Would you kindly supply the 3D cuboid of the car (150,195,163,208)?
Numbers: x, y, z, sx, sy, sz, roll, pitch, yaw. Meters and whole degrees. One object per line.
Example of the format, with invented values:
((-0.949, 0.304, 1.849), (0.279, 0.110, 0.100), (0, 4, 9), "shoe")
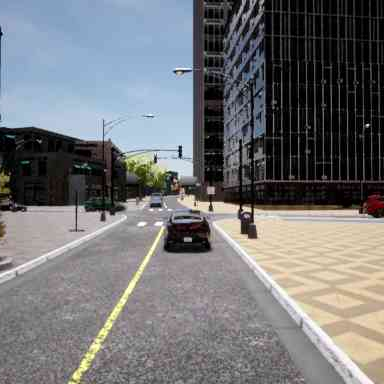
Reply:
((-5.424, 1.560, 50.145), (2.033, 1.411, 5.357), (0, 0, -6), "car")

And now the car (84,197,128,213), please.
((-9.585, 1.376, 37.361), (4.553, 1.767, 2.097), (0, -1, 2), "car")

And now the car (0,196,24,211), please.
((-23.084, 1.405, 40.535), (4.553, 1.767, 2.097), (0, -1, 18), "car")

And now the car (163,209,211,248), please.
((-0.226, 1.510, 14.698), (1.837, 1.490, 4.892), (0, 0, -2), "car")

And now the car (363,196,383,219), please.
((15.765, 1.188, 25.206), (5.009, 1.841, 2.192), (0, -1, 18), "car")

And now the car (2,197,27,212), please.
((-20.555, 1.568, 37.121), (4.313, 1.339, 1.947), (0, -1, 18), "car")

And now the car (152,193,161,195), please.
((-6.416, 1.236, 60.275), (2.150, 2.045, 5.566), (0, 0, -5), "car")
